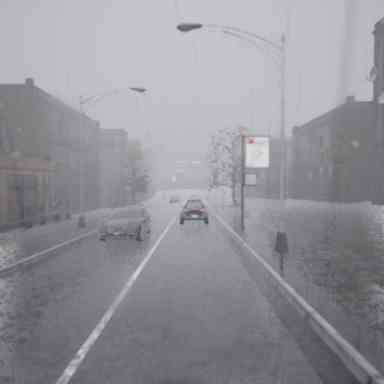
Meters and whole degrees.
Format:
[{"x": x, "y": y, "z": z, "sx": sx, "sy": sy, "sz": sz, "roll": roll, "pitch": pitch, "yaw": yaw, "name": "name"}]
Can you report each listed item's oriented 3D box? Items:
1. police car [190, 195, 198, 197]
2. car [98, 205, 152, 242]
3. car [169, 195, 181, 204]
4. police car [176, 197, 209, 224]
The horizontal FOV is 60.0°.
[{"x": 0.256, "y": 1.255, "z": 42.834, "sx": 1.930, "sy": 1.638, "sz": 5.238, "roll": 0, "pitch": 0, "yaw": 0, "name": "police car"}, {"x": -3.087, "y": 1.449, "z": 16.086, "sx": 1.837, "sy": 1.490, "sz": 4.892, "roll": 0, "pitch": 0, "yaw": 0, "name": "car"}, {"x": -2.830, "y": 1.276, "z": 56.484, "sx": 1.837, "sy": 1.490, "sz": 4.892, "roll": 0, "pitch": 0, "yaw": 1, "name": "car"}, {"x": 0.164, "y": 1.414, "z": 24.356, "sx": 2.038, "sy": 1.542, "sz": 4.974, "roll": 0, "pitch": 0, "yaw": 0, "name": "police car"}]
